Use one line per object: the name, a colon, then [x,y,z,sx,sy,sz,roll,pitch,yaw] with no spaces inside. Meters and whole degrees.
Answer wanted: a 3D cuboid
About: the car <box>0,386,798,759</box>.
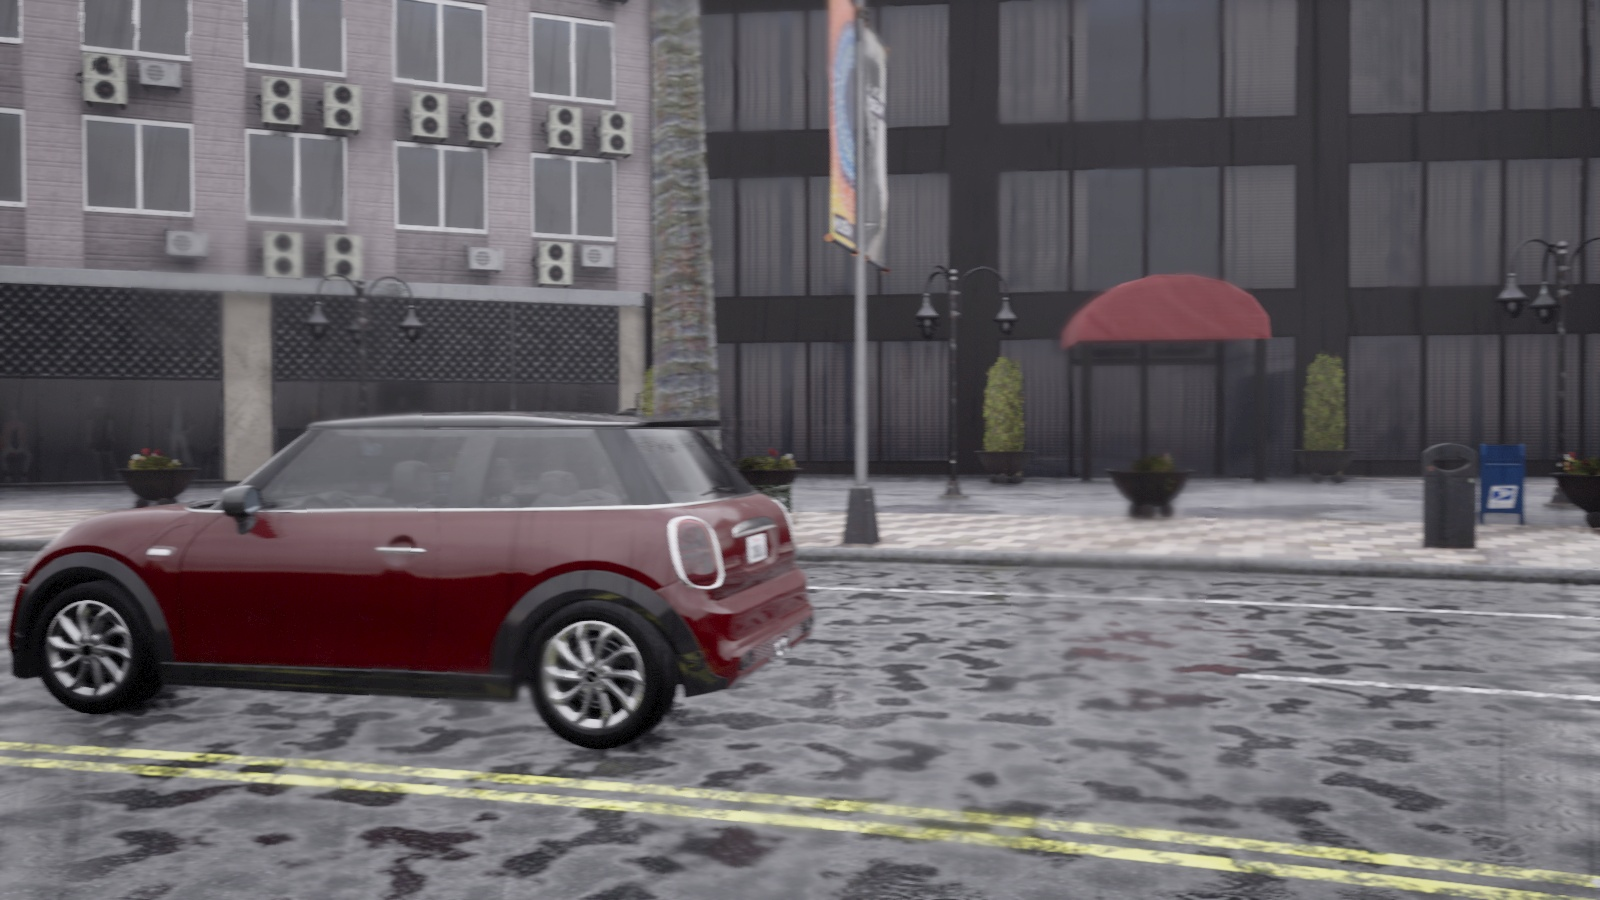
car: [-2.489,0.547,7.534,4.553,1.767,2.097,0,1,15]
